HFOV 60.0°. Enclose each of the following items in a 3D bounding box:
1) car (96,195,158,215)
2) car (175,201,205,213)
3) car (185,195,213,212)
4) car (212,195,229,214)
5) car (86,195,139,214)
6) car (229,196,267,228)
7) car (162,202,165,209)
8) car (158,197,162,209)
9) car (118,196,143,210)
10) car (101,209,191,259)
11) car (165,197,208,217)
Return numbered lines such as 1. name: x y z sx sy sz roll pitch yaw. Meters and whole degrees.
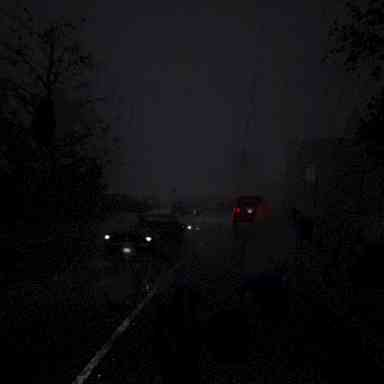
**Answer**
1. car: -6.750 1.299 33.886 5.566 2.045 2.435 1 -1 -27
2. car: -0.347 1.736 39.609 1.994 1.385 4.181 1 -1 -26
3. car: 2.405 1.457 42.807 5.566 2.045 2.435 1 -1 -27
4. car: 5.109 1.507 37.502 4.553 1.767 2.185 1 -1 -27
5. car: -9.234 1.372 38.750 5.566 2.045 2.435 1 -1 -27
6. car: 3.968 1.260 23.010 2.150 2.045 5.566 1 0 9
7. car: -1.763 1.761 51.038 4.553 1.767 2.185 1 -2 -27
8. car: -6.802 1.691 52.583 2.150 2.045 5.566 1 -1 -27
9. car: -9.384 1.657 50.283 2.150 2.045 5.566 1 -2 -27
10. car: -1.612 1.572 12.845 1.895 1.301 4.718 1 0 13
11. car: -0.602 1.557 32.135 2.128 1.511 4.902 1 -1 -20
